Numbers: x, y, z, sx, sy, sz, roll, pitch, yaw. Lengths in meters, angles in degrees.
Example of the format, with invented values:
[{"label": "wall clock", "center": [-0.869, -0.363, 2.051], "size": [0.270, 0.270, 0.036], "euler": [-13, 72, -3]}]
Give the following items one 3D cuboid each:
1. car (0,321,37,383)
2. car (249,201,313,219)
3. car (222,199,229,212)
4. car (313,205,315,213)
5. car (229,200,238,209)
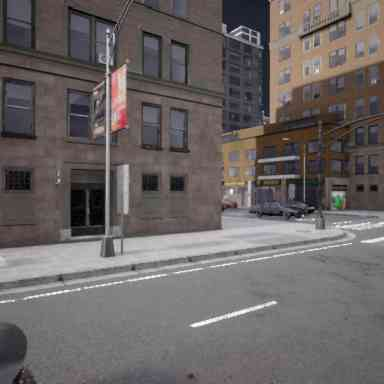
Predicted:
[{"label": "car", "center": [-3.293, 1.506, 1.332], "size": [4.892, 1.490, 1.837], "euler": [1, 0, -36]}, {"label": "car", "center": [7.428, 1.541, 29.170], "size": [2.033, 1.411, 5.357], "euler": [0, 0, -37]}, {"label": "car", "center": [1.645, 1.591, 37.379], "size": [1.895, 1.301, 4.718], "euler": [0, 0, -35]}, {"label": "car", "center": [10.545, 1.580, 34.298], "size": [1.947, 1.339, 4.313], "euler": [0, 0, -35]}, {"label": "car", "center": [4.181, 1.594, 43.298], "size": [1.802, 1.307, 4.206], "euler": [0, 0, -35]}]
